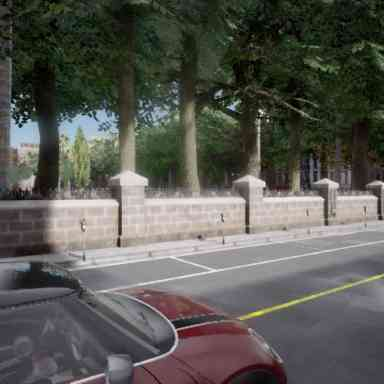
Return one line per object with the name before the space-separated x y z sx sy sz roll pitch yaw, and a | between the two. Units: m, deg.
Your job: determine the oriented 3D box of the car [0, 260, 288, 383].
car | -1.345 1.351 2.475 4.553 1.767 2.097 0 0 -35
